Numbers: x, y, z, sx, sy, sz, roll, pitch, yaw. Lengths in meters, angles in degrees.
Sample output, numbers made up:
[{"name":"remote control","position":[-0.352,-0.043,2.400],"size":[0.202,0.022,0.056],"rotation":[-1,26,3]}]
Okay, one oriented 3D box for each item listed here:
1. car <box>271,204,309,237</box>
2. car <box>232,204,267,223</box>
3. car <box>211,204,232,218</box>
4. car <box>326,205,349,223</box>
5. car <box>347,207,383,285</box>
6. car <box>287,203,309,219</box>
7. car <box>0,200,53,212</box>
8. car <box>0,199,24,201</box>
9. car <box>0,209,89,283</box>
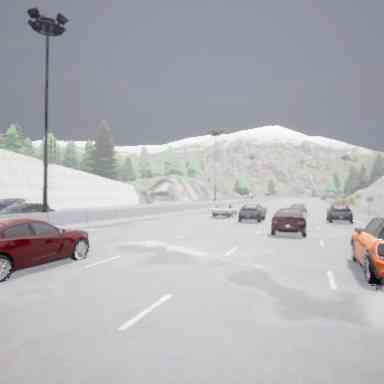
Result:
[{"name":"car","position":[5.904,1.692,19.912],"size":[1.882,1.535,5.008],"rotation":[0,-1,20]},{"name":"car","position":[5.240,1.765,28.522],"size":[2.128,1.511,4.902],"rotation":[0,0,19]},{"name":"car","position":[3.470,1.897,34.007],"size":[1.895,1.301,4.718],"rotation":[0,0,20]},{"name":"car","position":[12.856,1.853,29.058],"size":[2.128,1.511,4.902],"rotation":[0,0,20]},{"name":"car","position":[5.988,1.489,9.664],"size":[2.097,1.767,4.553],"rotation":[0,0,19]},{"name":"car","position":[11.079,1.930,34.527],"size":[2.033,1.411,5.357],"rotation":[0,0,20]},{"name":"car","position":[-11.743,1.554,23.091],"size":[1.837,1.490,4.892],"rotation":[0,-1,20]},{"name":"car","position":[-15.052,1.527,24.232],"size":[1.837,1.490,4.892],"rotation":[0,-1,20]},{"name":"car","position":[-5.093,1.496,9.828],"size":[1.882,1.535,5.008],"rotation":[0,0,20]}]
